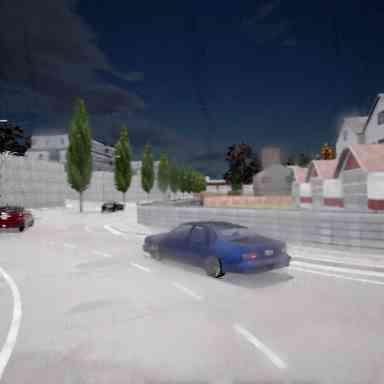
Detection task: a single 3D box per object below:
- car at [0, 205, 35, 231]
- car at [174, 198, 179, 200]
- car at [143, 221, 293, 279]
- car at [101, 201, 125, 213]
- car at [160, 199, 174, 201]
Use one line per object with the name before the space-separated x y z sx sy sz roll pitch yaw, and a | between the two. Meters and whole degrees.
car | -12.511 1.719 23.260 2.097 1.767 4.553 -1 0 -16
car | -3.403 2.036 72.890 1.994 1.385 4.181 -1 0 8
car | 0.462 1.614 10.383 2.033 1.411 5.357 -1 0 -37
car | -10.652 1.982 45.104 2.128 1.511 4.902 -1 0 8
car | -5.037 2.068 60.274 1.994 1.385 4.181 -1 -1 8
